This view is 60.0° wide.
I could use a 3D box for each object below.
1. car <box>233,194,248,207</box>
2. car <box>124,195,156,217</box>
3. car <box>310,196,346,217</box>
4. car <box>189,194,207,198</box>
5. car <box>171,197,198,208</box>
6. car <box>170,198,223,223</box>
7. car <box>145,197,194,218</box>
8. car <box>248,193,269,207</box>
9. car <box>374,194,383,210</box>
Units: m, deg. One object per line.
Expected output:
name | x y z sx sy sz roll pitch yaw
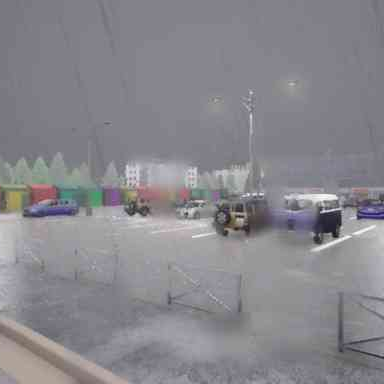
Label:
car | 9.930 1.505 61.118 1.970 1.475 3.806 0 0 39
car | -3.965 1.248 30.444 1.932 1.855 4.605 0 0 39
car | 14.383 1.470 35.100 1.970 1.475 3.806 0 0 39
car | 1.181 1.258 45.649 1.932 1.855 4.605 0 0 39
car | -1.031 1.473 47.519 1.784 1.438 3.905 0 0 39
car | 0.406 1.480 26.977 1.970 1.475 3.806 0 0 39
car | -1.846 1.454 28.797 1.784 1.438 3.905 0 0 39
car | 12.175 1.261 59.291 1.905 1.878 3.866 0 0 39
car | 27.463 1.226 46.988 1.905 1.878 3.866 0 0 39
